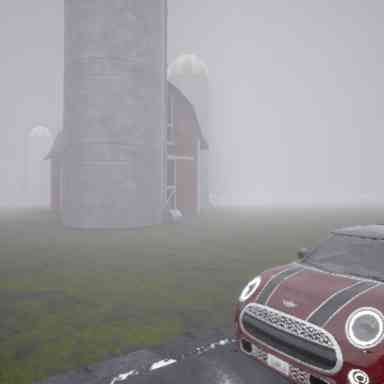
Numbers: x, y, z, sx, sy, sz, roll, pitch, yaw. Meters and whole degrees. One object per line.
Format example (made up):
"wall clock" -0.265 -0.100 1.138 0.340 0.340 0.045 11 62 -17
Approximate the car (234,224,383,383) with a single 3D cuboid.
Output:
"car" 2.797 1.345 5.054 4.553 1.767 2.097 0 0 -36
